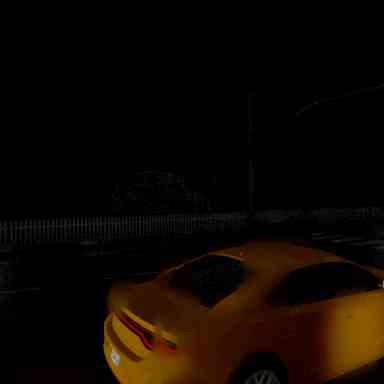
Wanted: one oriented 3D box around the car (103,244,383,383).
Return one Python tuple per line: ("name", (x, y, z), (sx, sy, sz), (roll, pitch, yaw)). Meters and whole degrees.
("car", (1.377, 1.478, 4.560), (5.008, 1.535, 1.882), (0, 0, -30))
